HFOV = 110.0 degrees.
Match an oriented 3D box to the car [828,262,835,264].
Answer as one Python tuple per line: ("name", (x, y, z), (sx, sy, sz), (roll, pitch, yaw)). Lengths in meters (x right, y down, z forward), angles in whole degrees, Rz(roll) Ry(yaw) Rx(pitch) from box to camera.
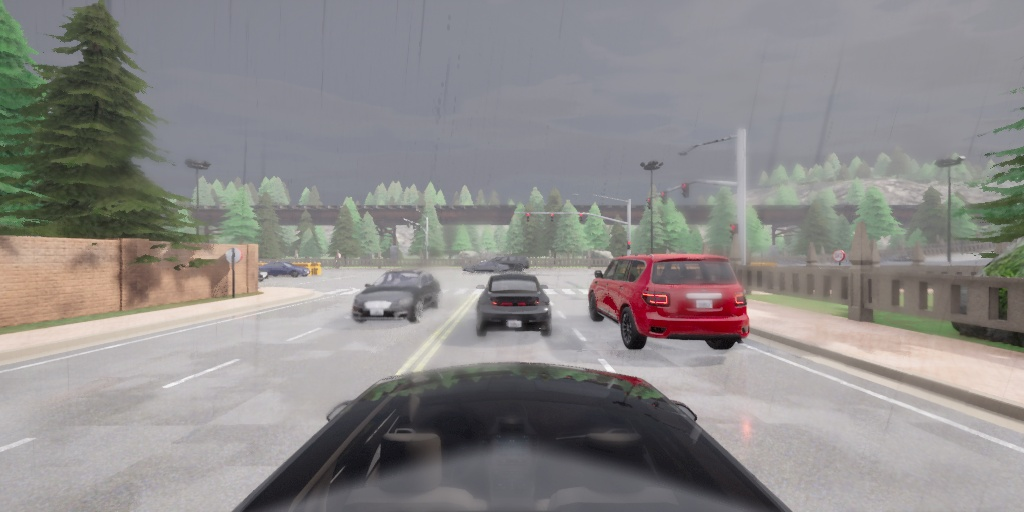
("car", (41.863, 1.068, 44.679), (4.902, 1.511, 2.128), (-2, 0, 0))

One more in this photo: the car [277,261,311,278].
("car", (-21.555, 1.276, 33.817), (4.674, 1.442, 1.812), (0, 0, 0))

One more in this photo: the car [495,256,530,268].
("car", (-0.582, 0.971, 44.553), (5.566, 2.045, 2.150), (0, 0, 0))

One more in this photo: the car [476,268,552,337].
("car", (0.021, 1.255, 10.334), (1.837, 1.490, 4.892), (0, 0, -1))

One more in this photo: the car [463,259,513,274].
("car", (-2.904, 1.297, 41.048), (5.357, 1.411, 2.033), (0, 0, 0))

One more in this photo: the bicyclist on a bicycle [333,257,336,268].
("bicyclist on a bicycle", (-27.410, 1.051, 55.790), (0.582, 1.620, 1.656), (0, 0, 0))

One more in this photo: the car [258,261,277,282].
("car", (-20.932, 1.242, 26.804), (4.902, 1.511, 2.128), (0, 0, 0))

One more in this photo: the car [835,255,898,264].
("car", (40.605, 0.972, 41.173), (4.553, 1.767, 2.097), (-2, 0, 0))

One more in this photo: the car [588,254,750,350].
("car", (3.517, 0.971, 9.233), (2.150, 2.045, 5.566), (0, 0, 0))

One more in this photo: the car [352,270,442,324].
("car", (-3.629, 1.241, 12.075), (2.128, 1.511, 4.902), (0, 0, 0))

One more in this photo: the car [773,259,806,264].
("car", (36.691, 1.203, 48.152), (4.902, 1.511, 2.128), (-1, 0, 0))
